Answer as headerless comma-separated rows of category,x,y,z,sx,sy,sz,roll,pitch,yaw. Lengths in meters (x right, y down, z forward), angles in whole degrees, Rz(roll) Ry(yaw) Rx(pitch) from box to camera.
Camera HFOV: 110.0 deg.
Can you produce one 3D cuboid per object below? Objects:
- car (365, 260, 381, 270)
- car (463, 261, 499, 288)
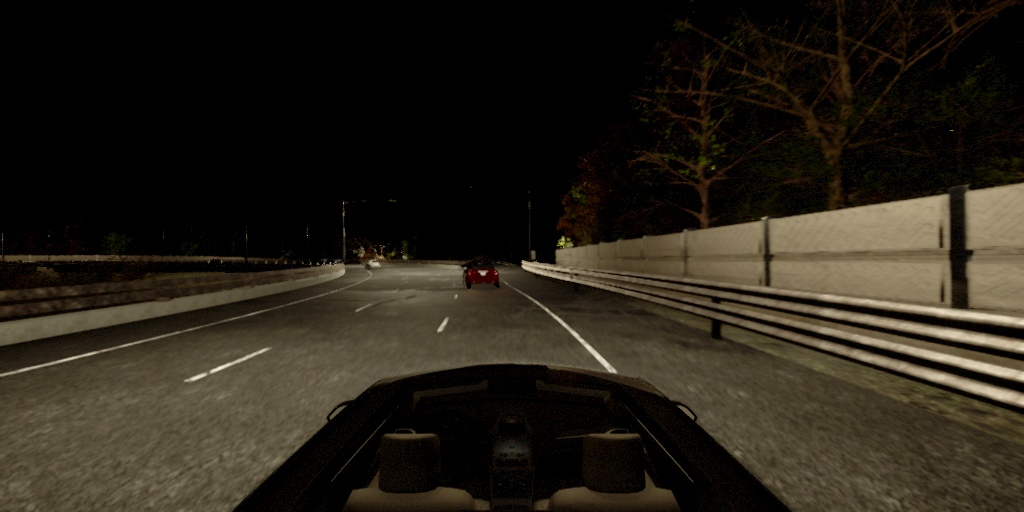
car,-22.432,1.421,57.679,1.812,1.442,4.674,0,0,-31
car,-2.178,1.118,24.269,2.097,1.767,4.553,0,0,-11
